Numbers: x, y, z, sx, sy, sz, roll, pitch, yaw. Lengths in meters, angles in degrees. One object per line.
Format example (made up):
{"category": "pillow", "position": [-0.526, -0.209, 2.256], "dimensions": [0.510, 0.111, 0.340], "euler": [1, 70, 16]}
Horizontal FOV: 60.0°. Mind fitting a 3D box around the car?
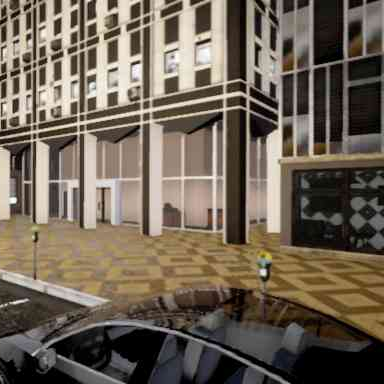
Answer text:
{"category": "car", "position": [-0.117, 1.561, 2.956], "dimensions": [4.313, 1.339, 1.947], "euler": [0, 0, 35]}
